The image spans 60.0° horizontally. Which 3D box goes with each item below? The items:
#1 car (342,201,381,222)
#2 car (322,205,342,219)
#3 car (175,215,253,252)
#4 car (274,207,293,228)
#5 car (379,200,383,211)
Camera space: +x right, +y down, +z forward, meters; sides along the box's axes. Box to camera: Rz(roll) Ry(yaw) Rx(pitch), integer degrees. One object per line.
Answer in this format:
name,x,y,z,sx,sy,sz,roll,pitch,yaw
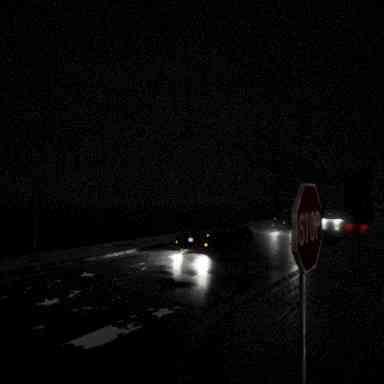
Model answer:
car,15.586,1.894,30.494,2.128,1.511,4.902,-1,-1,35
car,14.713,2.017,34.332,1.994,1.385,4.181,-1,-1,36
car,1.089,1.750,14.899,1.994,1.385,4.181,-1,-1,35
car,7.492,1.819,24.058,1.837,1.490,4.892,-1,-1,35
car,27.818,1.987,47.989,2.097,1.767,4.553,-1,-1,35
